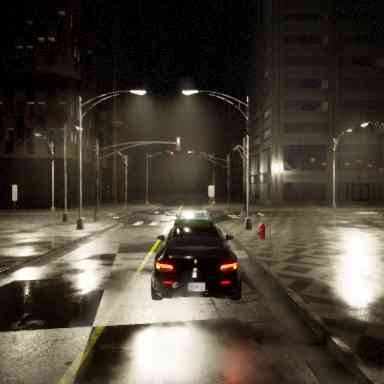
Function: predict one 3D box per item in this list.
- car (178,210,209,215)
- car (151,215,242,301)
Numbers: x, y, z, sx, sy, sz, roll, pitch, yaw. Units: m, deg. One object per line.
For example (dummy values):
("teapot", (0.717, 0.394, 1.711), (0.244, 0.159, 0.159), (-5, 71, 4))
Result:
("car", (0.074, 1.592, 17.235), (1.895, 1.301, 4.718), (0, 0, 0))
("car", (0.085, 1.522, 8.210), (1.812, 1.442, 4.674), (0, 0, 0))
